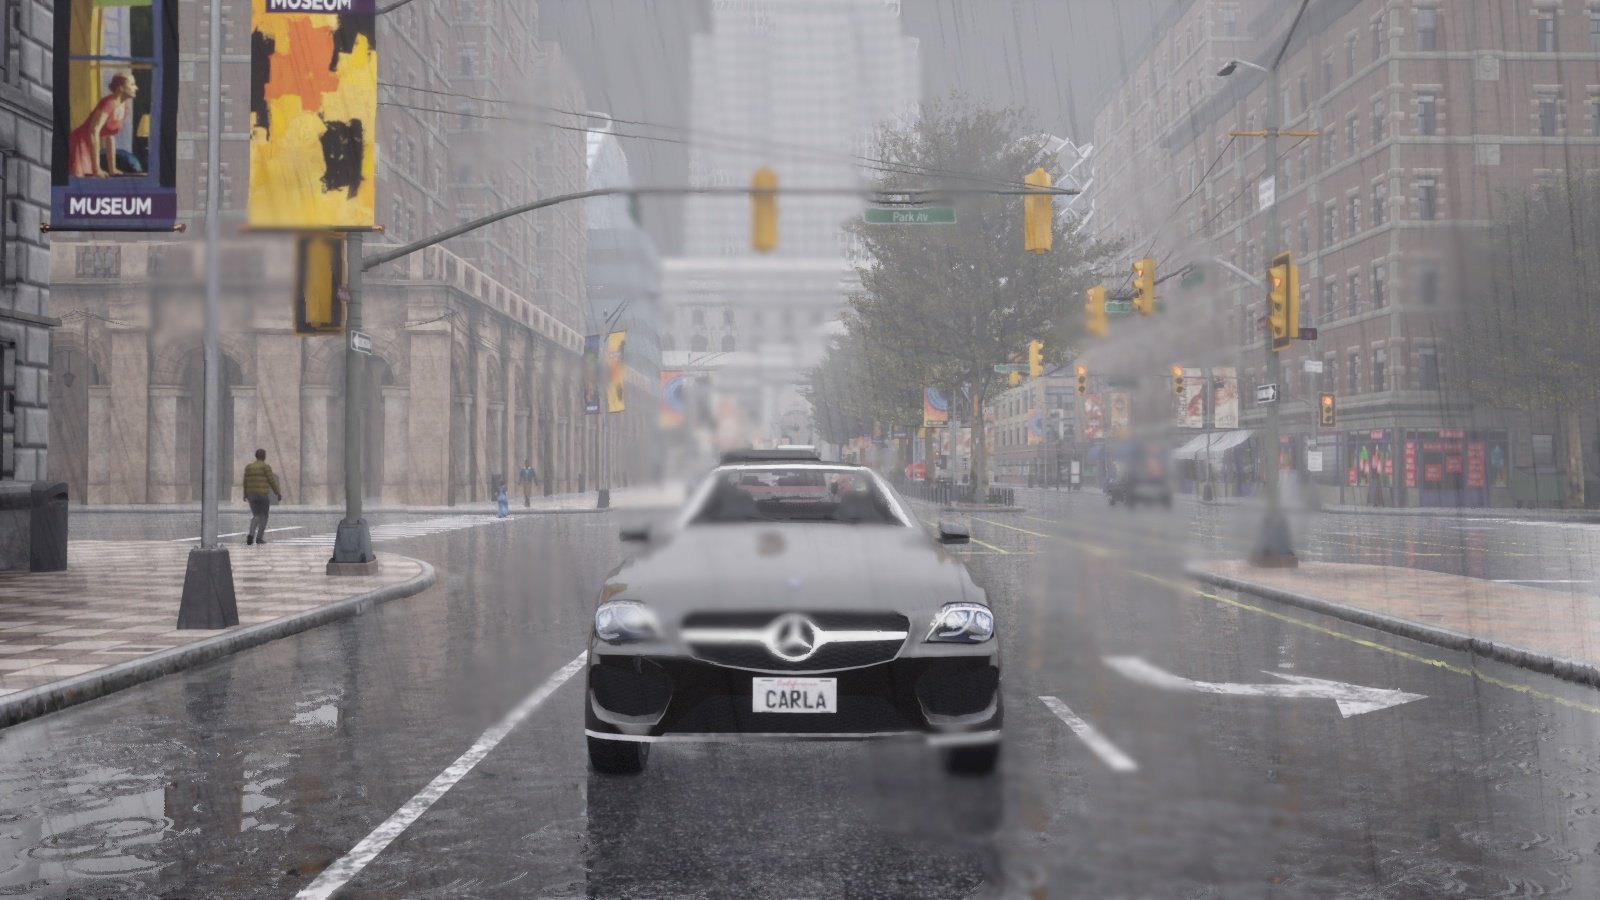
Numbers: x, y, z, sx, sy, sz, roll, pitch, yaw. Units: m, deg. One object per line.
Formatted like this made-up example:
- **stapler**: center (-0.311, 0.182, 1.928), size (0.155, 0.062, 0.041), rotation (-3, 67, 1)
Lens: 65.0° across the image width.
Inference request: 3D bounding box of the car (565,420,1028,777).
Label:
- **car**: center (-0.025, 0.733, 8.363), size (2.152, 1.651, 5.027), rotation (0, -1, 0)

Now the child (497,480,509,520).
- **child**: center (-9.665, 1.623, 40.888), size (0.270, 1.263, 0.437), rotation (0, -1, 3)

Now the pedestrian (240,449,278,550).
- **pedestrian**: center (-9.973, 0.899, 23.158), size (0.370, 1.835, 0.726), rotation (0, -1, 0)

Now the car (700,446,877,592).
- **car**: center (-0.294, 0.918, 18.273), size (1.905, 1.878, 3.866), rotation (0, -1, -11)

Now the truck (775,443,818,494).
- **truck**: center (-0.251, 1.311, 88.226), size (2.891, 3.462, 7.936), rotation (0, -1, 0)

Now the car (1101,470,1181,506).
- **car**: center (14.852, 1.632, 54.981), size (2.128, 1.511, 4.902), rotation (0, -1, 0)

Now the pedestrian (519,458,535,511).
- **pedestrian**: center (-10.127, 1.292, 46.576), size (0.423, 1.949, 0.788), rotation (0, -1, 2)
